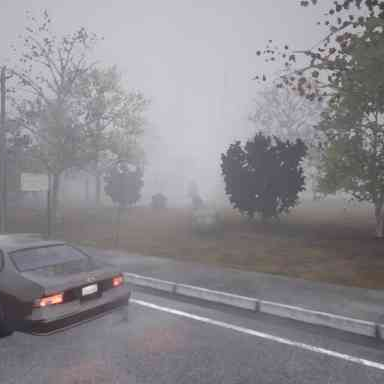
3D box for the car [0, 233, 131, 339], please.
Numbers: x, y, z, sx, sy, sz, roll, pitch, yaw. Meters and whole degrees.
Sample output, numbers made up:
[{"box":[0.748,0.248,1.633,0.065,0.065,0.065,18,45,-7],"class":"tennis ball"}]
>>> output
[{"box":[-3.614,1.547,6.558,5.357,1.411,2.033,0,0,35],"class":"car"}]
